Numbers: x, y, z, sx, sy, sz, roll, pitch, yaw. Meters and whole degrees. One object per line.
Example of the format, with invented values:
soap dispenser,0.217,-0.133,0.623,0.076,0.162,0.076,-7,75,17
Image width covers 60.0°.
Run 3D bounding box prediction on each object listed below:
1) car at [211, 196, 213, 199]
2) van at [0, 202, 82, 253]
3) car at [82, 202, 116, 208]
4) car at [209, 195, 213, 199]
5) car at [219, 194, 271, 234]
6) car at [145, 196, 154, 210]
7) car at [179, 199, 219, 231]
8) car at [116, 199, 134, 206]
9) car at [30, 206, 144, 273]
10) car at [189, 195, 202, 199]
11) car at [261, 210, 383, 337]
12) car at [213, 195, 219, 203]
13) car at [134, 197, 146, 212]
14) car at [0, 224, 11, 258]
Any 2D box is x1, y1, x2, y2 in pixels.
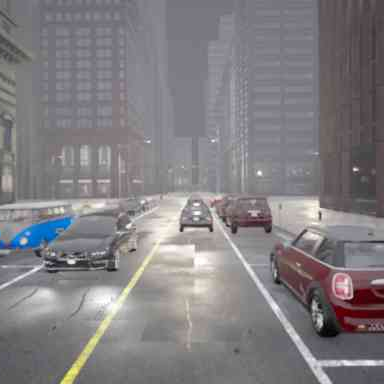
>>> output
car,2.985,1.245,29.034,1.947,1.339,4.313,-1,1,0
van,-5.672,1.276,12.187,1.690,1.788,3.998,-1,1,0
car,-5.628,1.406,17.655,1.752,1.417,4.829,-1,1,0
car,3.070,1.012,40.304,1.967,1.590,4.097,-1,1,0
car,2.895,1.104,17.760,2.192,1.841,5.009,-1,1,0
car,-5.496,1.280,34.734,1.947,1.339,4.313,-1,1,0
car,0.235,1.353,18.972,2.033,1.411,5.357,-1,1,1
car,-5.582,1.405,23.462,1.802,1.307,4.206,-1,1,0
car,-2.917,1.427,10.518,1.837,1.490,4.892,-1,1,0
car,0.370,1.133,37.289,1.837,1.490,4.892,-1,1,1
car,2.810,1.343,6.490,1.967,1.590,4.097,-1,1,0
car,2.938,1.049,23.396,2.192,1.841,5.009,-1,1,0
car,-5.539,1.334,29.098,1.947,1.339,4.313,-1,1,0
car,-5.712,1.574,6.554,1.802,1.307,4.206,-1,1,0
